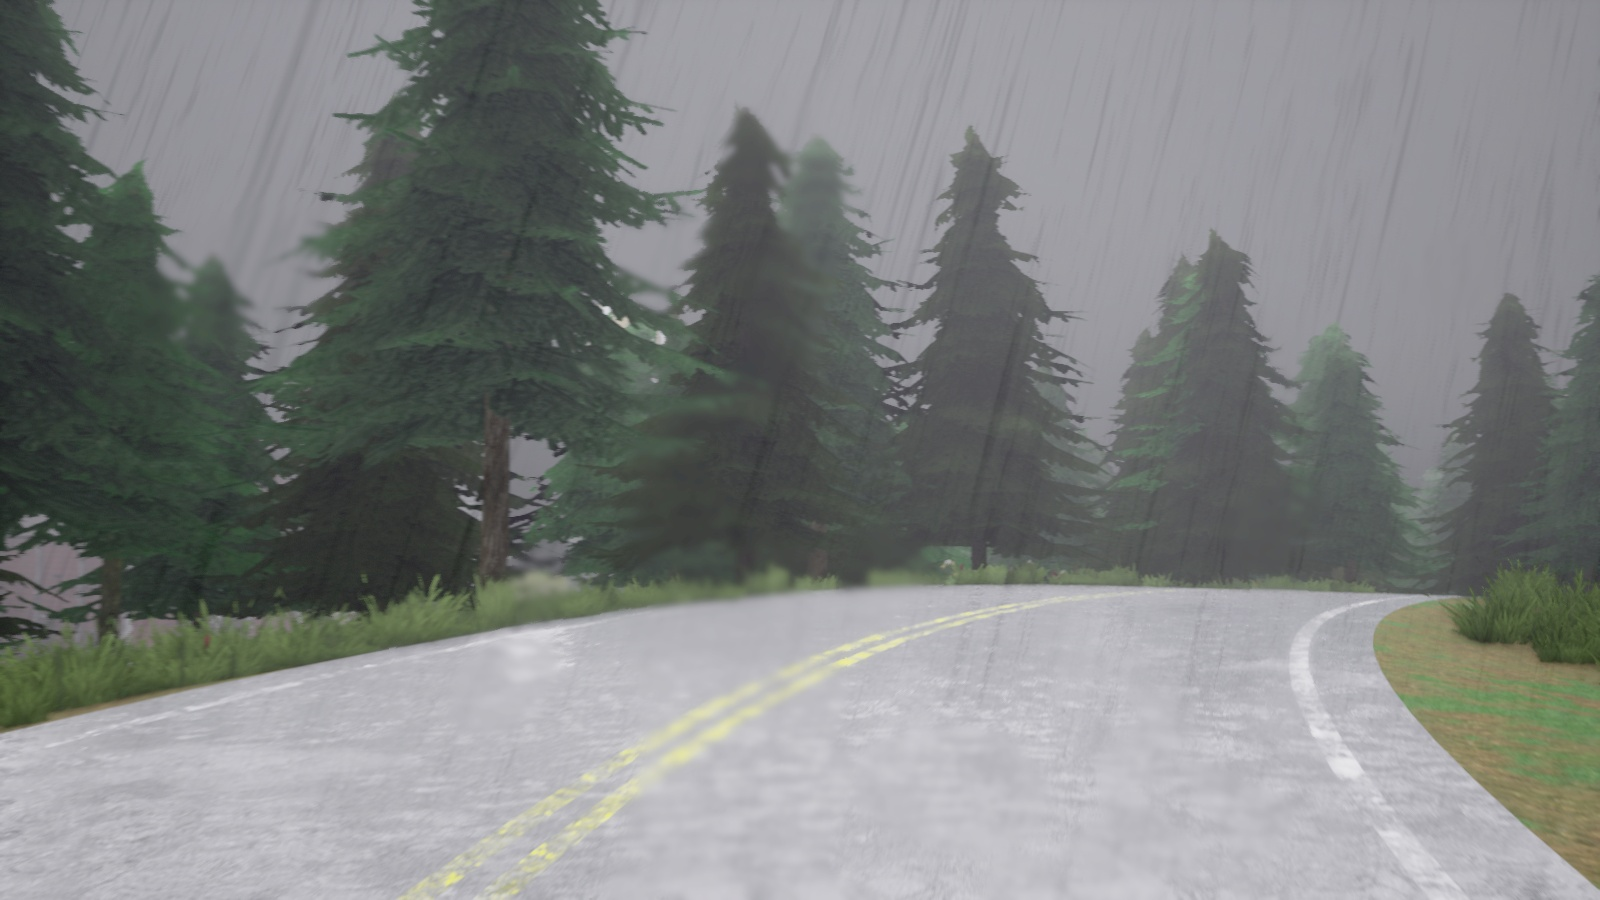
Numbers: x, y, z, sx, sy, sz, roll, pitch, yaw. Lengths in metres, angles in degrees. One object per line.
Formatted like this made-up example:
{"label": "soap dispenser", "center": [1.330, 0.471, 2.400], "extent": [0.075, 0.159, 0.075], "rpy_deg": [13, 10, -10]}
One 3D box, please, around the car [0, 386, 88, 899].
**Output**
{"label": "car", "center": [-3.119, 0.675, 0.957], "extent": [2.033, 1.649, 4.856], "rpy_deg": [0, 0, 6]}
